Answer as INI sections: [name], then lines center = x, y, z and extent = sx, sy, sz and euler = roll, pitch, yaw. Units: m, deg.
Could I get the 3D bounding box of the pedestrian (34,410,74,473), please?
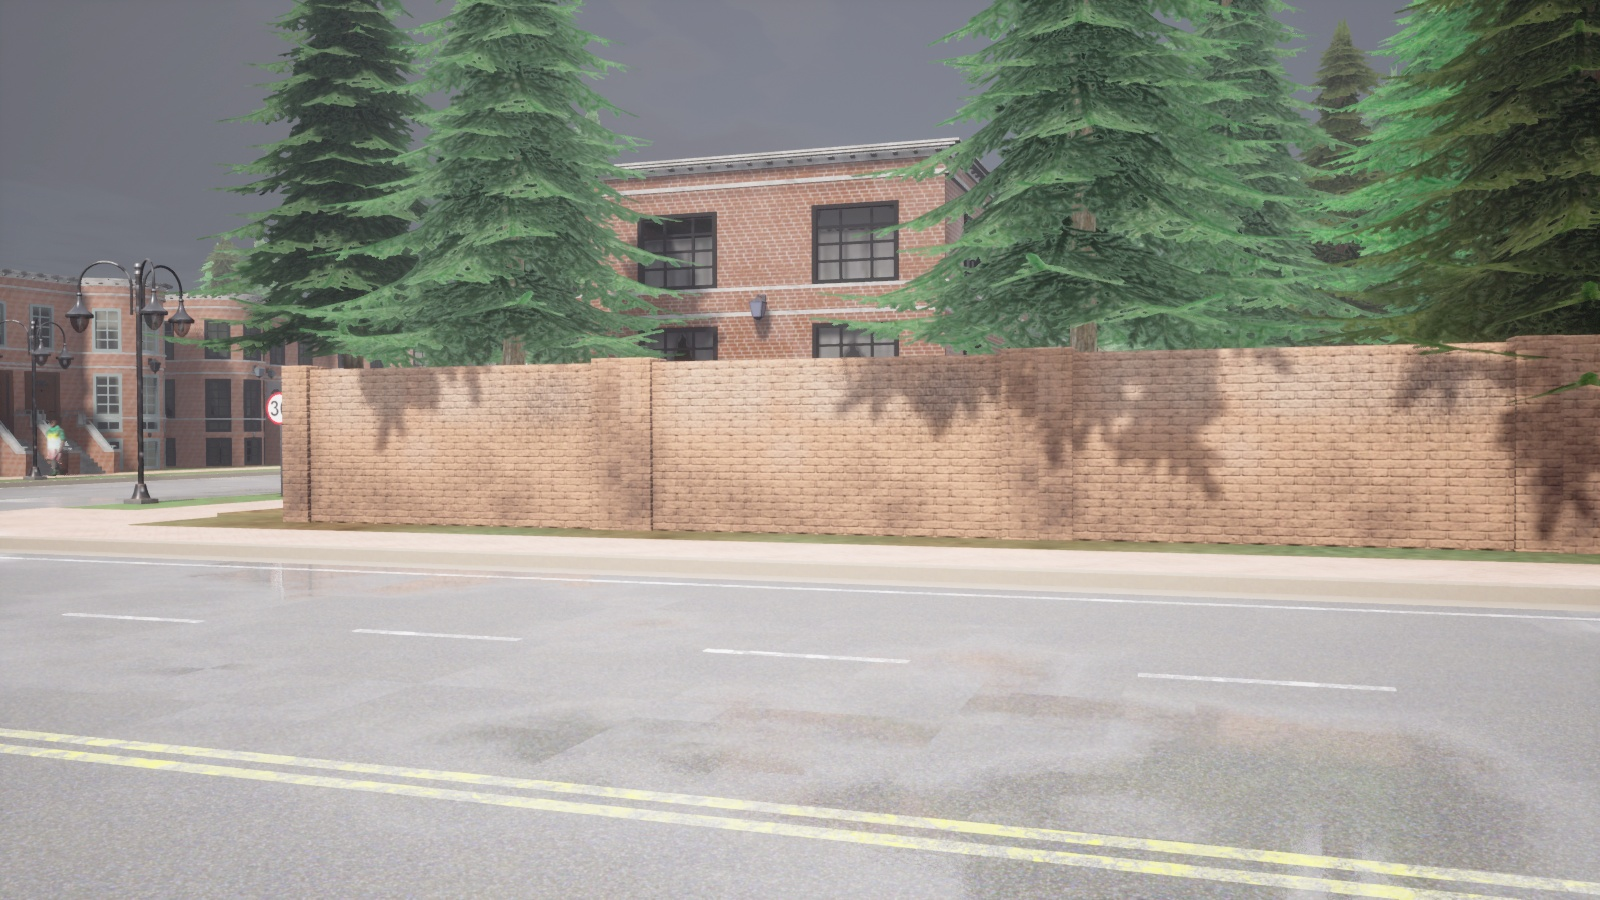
[pedestrian]
center = -23.705, -0.273, 39.910
extent = 0.659, 1.952, 0.873
euler = 1, 1, 18
